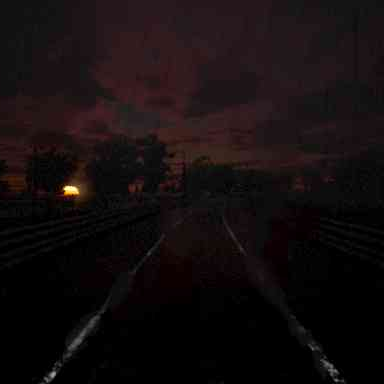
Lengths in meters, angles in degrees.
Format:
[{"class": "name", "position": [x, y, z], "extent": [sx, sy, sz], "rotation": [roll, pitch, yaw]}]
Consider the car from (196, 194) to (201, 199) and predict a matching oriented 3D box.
[{"class": "car", "position": [-0.004, 1.421, 89.760], "extent": [2.033, 1.411, 5.357], "rotation": [0, 0, 19]}]

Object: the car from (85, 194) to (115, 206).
[{"class": "car", "position": [-12.922, 1.112, 48.158], "extent": [2.097, 1.767, 4.553], "rotation": [0, 0, 16]}]

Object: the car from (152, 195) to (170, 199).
[{"class": "car", "position": [-6.754, 1.381, 69.062], "extent": [1.994, 1.385, 4.181], "rotation": [0, 0, 17]}]

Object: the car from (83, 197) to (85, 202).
[{"class": "car", "position": [-18.619, 1.274, 53.695], "extent": [1.837, 1.490, 4.892], "rotation": [0, 0, 16]}]

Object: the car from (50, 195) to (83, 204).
[{"class": "car", "position": [-17.371, 1.282, 45.198], "extent": [1.812, 1.442, 4.674], "rotation": [0, 0, 16]}]

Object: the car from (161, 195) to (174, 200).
[{"class": "car", "position": [-6.704, 1.447, 91.797], "extent": [1.994, 1.385, 4.181], "rotation": [0, 0, 19]}]
